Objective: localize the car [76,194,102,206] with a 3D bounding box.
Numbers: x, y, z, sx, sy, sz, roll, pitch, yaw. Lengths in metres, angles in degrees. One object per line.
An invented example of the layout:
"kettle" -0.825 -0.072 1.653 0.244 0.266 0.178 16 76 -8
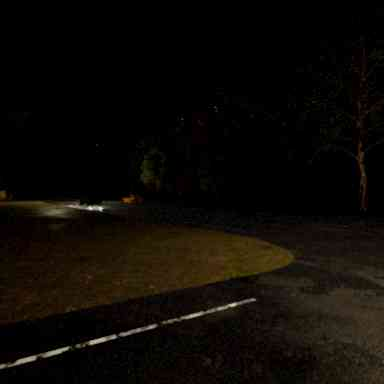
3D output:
"car" -14.366 1.306 47.025 1.895 1.301 4.718 0 0 -35

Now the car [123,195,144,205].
"car" -9.207 1.172 52.060 1.882 1.535 5.008 0 0 -34

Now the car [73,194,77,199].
"car" -26.160 1.047 77.066 1.994 1.385 4.181 0 0 -34
